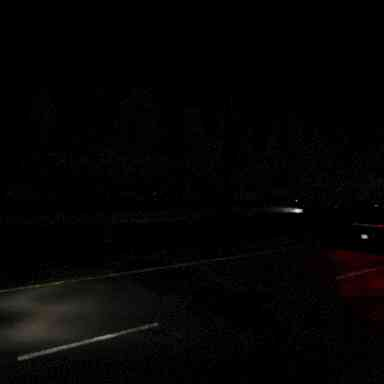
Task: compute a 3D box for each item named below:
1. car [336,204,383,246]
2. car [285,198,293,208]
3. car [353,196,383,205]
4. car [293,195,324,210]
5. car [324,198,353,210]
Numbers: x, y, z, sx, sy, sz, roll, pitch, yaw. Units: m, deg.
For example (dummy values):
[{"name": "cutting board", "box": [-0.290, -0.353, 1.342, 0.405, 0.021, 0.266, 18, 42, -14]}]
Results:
[{"name": "car", "box": [8.453, 1.454, 13.814, 4.902, 1.511, 2.128, 0, 0, -35]}, {"name": "car", "box": [14.331, 1.152, 43.585, 4.553, 1.767, 2.097, 0, 0, -34]}, {"name": "car", "box": [18.957, 1.224, 34.033, 4.553, 1.767, 2.097, 0, 0, -34]}, {"name": "car", "box": [14.519, 1.390, 39.476, 4.181, 1.385, 1.994, 0, 0, -34]}, {"name": "car", "box": [17.188, 1.412, 37.066, 4.181, 1.385, 1.994, 0, 0, -34]}]
